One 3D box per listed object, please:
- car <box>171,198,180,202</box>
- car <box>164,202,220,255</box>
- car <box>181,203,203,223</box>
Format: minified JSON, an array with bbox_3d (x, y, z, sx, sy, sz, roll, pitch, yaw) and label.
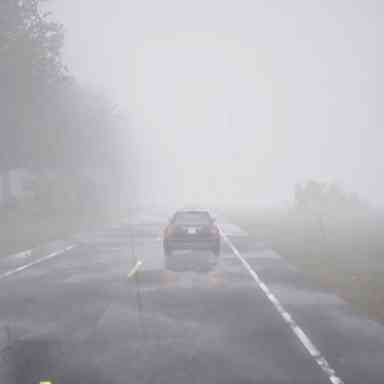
[{"bbox_3d":[-3.484,2.092,70.964,1.882,1.535,5.008,0,0,0],"label":"car"},{"bbox_3d":[0.005,1.479,14.060,2.097,1.767,4.553,0,-1,0],"label":"car"},{"bbox_3d":[0.012,1.790,29.377,1.812,1.442,4.674,0,0,0],"label":"car"}]
